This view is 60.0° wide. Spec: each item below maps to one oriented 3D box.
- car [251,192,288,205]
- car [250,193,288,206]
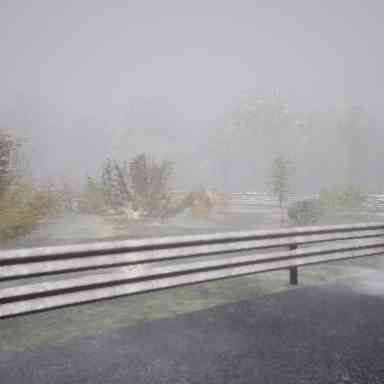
[{"bbox_3d":[10.740,0.862,46.276,4.902,1.511,2.128,1,1,14],"label":"car"},{"bbox_3d":[9.886,0.959,42.883,4.674,1.442,1.812,1,1,14],"label":"car"}]
